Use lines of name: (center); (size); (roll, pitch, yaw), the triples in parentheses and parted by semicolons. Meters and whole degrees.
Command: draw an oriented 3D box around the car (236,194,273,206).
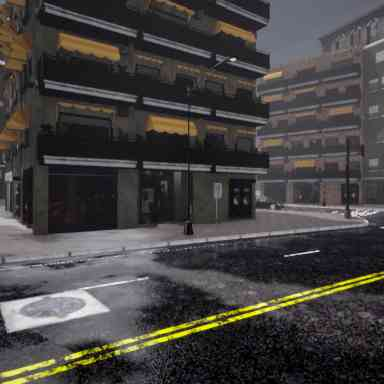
car: (8.324, 1.071, 44.206); (4.403, 1.369, 2.008); (1, 0, 38)

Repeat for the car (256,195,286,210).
car: (7.420, 1.160, 34.228); (4.403, 1.369, 2.008); (1, 0, 38)
